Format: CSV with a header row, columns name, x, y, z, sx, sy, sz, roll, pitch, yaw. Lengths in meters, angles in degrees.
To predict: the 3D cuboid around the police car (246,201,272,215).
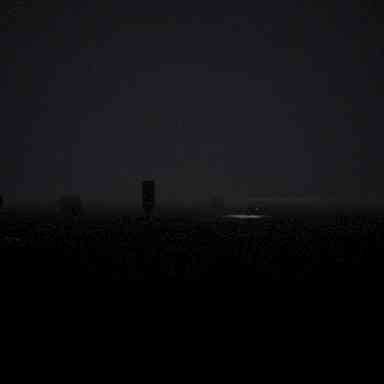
name,x,y,z,sx,sy,sz,roll,pitch,yaw
police car,8.381,1.940,41.566,1.930,1.638,5.238,-1,-1,35
